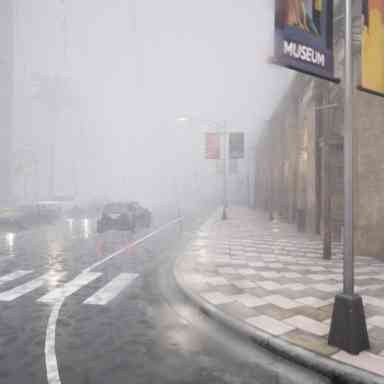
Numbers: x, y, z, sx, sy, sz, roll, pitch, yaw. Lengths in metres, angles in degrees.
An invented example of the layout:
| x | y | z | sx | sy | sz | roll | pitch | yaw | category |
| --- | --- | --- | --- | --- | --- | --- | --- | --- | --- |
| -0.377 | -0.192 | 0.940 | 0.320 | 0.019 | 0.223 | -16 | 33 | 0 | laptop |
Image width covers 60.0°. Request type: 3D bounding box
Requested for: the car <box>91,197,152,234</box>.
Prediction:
| x | y | z | sx | sy | sz | roll | pitch | yaw | category |
| --- | --- | --- | --- | --- | --- | --- | --- | --- | --- |
| -3.757 | 1.340 | 19.227 | 2.097 | 1.767 | 4.553 | 0 | 0 | 6 | car |

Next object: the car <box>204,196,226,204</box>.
| x | y | z | sx | sy | sz | roll | pitch | yaw | category |
| --- | --- | --- | --- | --- | --- | --- | --- | --- | --- |
| 4.556 | 1.549 | 65.885 | 2.033 | 1.411 | 5.357 | 0 | 0 | 43 | car |

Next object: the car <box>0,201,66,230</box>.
| x | y | z | sx | sy | sz | roll | pitch | yaw | category |
| --- | --- | --- | --- | --- | --- | --- | --- | --- | --- |
| -10.643 | 1.547 | 21.569 | 2.033 | 1.411 | 5.357 | 0 | 0 | 6 | car |

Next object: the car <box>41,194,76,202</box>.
| x | y | z | sx | sy | sz | roll | pitch | yaw | category |
| --- | --- | --- | --- | --- | --- | --- | --- | --- | --- |
| -12.962 | 1.220 | 32.085 | 2.150 | 2.045 | 5.566 | 0 | 0 | 7 | car |

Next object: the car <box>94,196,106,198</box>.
| x | y | z | sx | sy | sz | roll | pitch | yaw | category |
| --- | --- | --- | --- | --- | --- | --- | --- | --- | --- |
| -11.711 | 1.350 | 42.334 | 2.097 | 1.767 | 4.553 | 0 | 0 | 7 | car |

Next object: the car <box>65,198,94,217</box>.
| x | y | z | sx | sy | sz | roll | pitch | yaw | category |
| --- | --- | --- | --- | --- | --- | --- | --- | --- | --- |
| -9.569 | 1.525 | 30.936 | 1.812 | 1.442 | 4.674 | 0 | 0 | 7 | car |

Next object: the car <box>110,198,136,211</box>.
| x | y | z | sx | sy | sz | roll | pitch | yaw | category |
| --- | --- | --- | --- | --- | --- | --- | --- | --- | --- |
| -8.376 | 1.524 | 40.753 | 1.812 | 1.442 | 4.674 | 0 | 0 | 7 | car |
